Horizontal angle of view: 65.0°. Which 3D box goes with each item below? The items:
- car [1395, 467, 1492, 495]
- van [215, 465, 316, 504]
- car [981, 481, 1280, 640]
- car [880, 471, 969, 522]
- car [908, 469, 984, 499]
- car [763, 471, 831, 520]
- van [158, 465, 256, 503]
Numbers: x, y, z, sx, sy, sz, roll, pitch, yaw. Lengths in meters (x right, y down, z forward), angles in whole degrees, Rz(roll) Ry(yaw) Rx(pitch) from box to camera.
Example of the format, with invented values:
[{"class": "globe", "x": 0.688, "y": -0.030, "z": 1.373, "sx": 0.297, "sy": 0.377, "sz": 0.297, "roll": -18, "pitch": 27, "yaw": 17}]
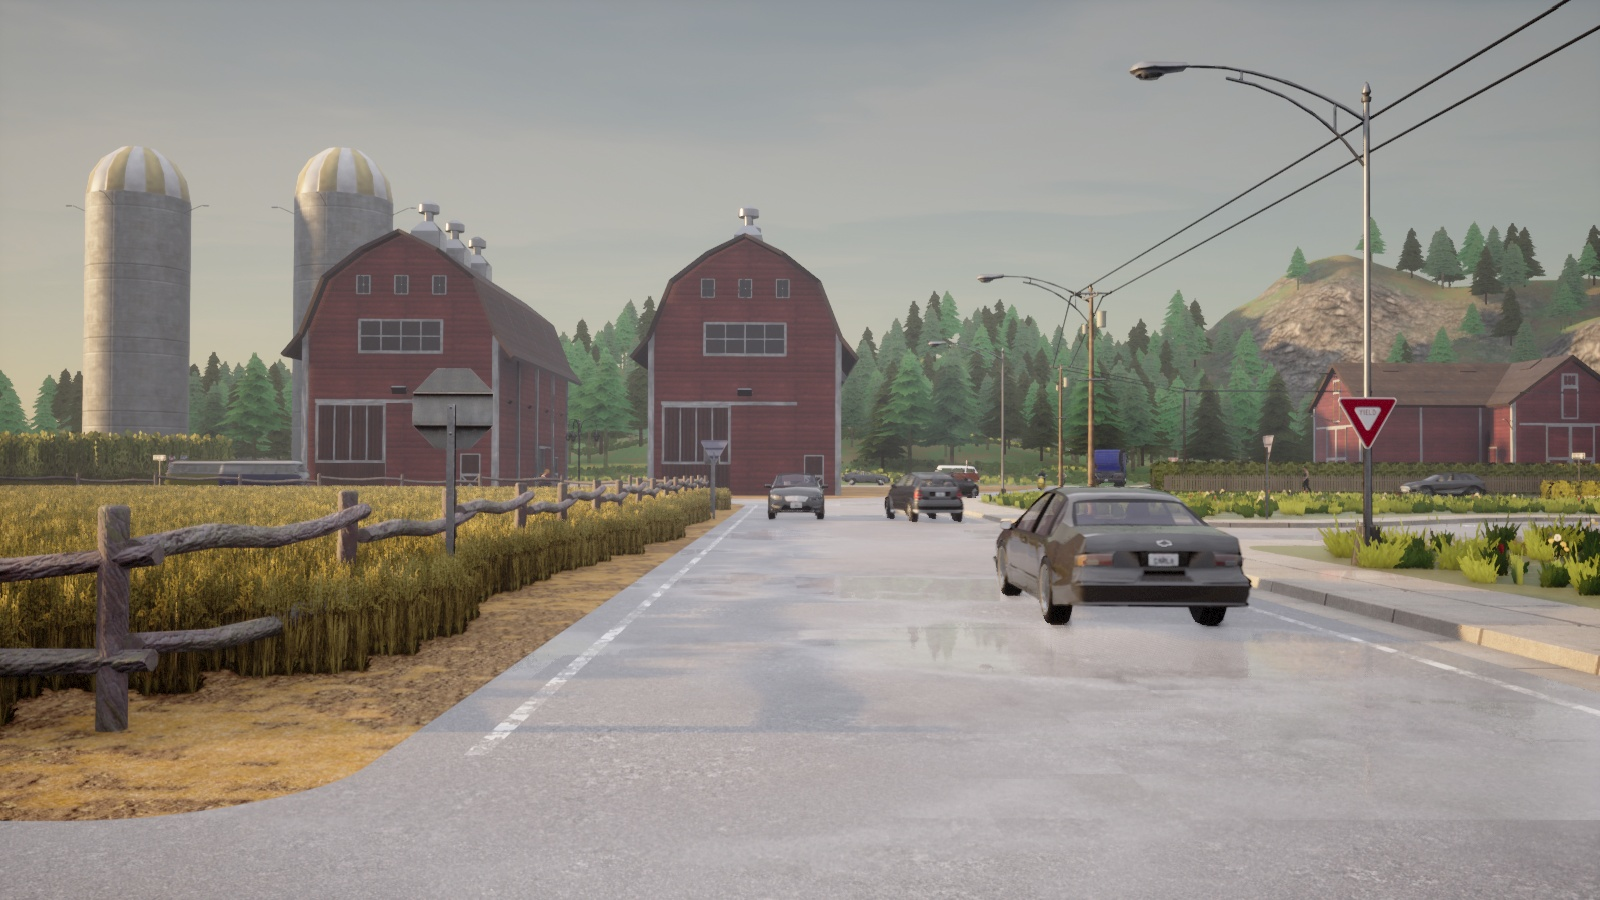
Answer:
[{"class": "car", "x": 39.278, "y": 1.875, "z": 76.728, "sx": 4.856, "sy": 1.649, "sz": 2.033, "roll": 0, "pitch": -1, "yaw": 0}, {"class": "van", "x": -27.369, "y": 1.758, "z": 64.414, "sx": 4.442, "sy": 1.987, "sz": 1.775, "roll": 0, "pitch": -1, "yaw": -4}, {"class": "car", "x": 3.442, "y": 1.088, "z": 14.290, "sx": 2.033, "sy": 1.411, "sz": 5.357, "roll": 0, "pitch": -1, "yaw": 1}, {"class": "car", "x": 3.915, "y": 1.450, "z": 40.082, "sx": 1.789, "sy": 1.549, "sz": 3.705, "roll": 0, "pitch": -1, "yaw": -12}, {"class": "car", "x": 7.985, "y": 1.833, "z": 68.219, "sx": 2.007, "sy": 1.525, "sz": 4.514, "roll": -1, "pitch": -1, "yaw": 38}, {"class": "car", "x": -0.115, "y": 1.475, "z": 41.946, "sx": 2.128, "sy": 1.511, "sz": 4.902, "roll": 0, "pitch": -1, "yaw": 0}, {"class": "van", "x": -31.918, "y": 1.831, "z": 67.667, "sx": 4.442, "sy": 1.987, "sz": 1.775, "roll": 0, "pitch": -1, "yaw": -3}]
